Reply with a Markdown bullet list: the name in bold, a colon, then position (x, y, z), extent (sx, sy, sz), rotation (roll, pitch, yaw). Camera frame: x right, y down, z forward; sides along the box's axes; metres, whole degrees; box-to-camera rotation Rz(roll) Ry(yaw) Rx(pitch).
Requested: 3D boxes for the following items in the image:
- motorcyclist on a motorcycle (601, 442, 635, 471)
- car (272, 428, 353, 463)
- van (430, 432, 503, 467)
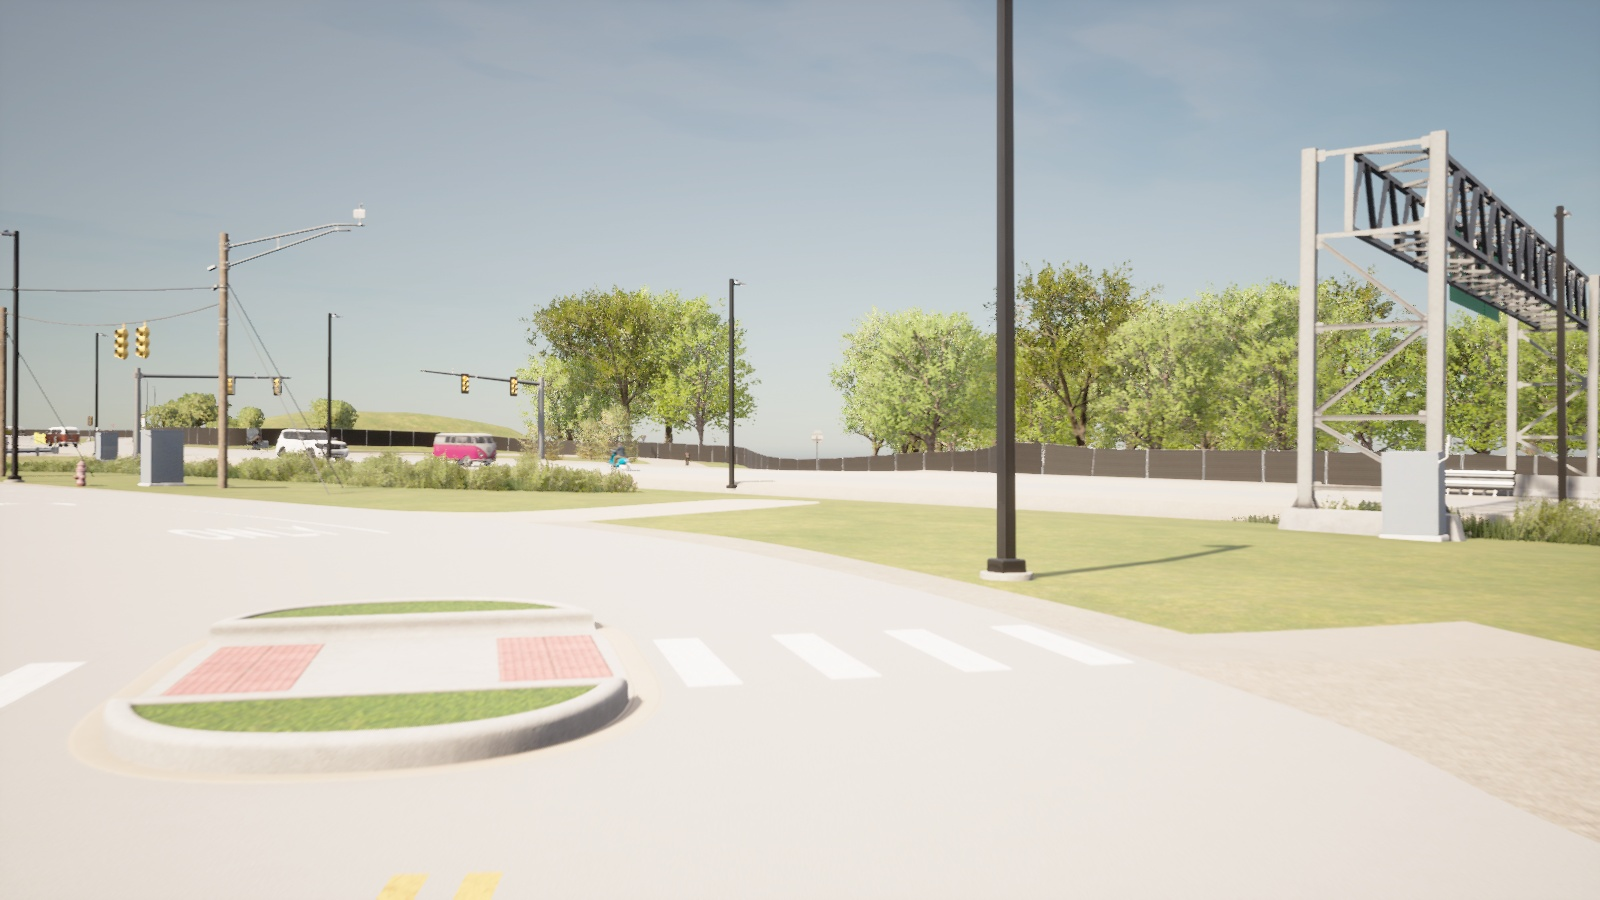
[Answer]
- **motorcyclist on a motorcycle**: position (-10.309, 0.366, 71.064), extent (1.817, 1.590, 0.866), rotation (1, 0, 38)
- **car**: position (-30.328, -0.303, 78.025), extent (5.566, 2.045, 2.150), rotation (1, 0, 38)
- **van**: position (-19.683, -0.037, 74.041), extent (4.442, 1.987, 1.775), rotation (1, 0, 38)
